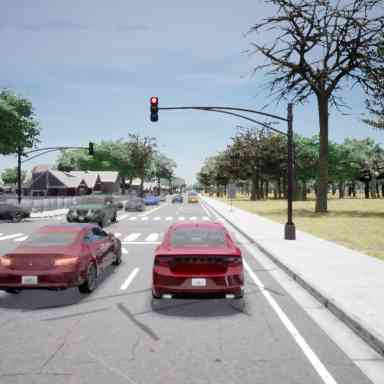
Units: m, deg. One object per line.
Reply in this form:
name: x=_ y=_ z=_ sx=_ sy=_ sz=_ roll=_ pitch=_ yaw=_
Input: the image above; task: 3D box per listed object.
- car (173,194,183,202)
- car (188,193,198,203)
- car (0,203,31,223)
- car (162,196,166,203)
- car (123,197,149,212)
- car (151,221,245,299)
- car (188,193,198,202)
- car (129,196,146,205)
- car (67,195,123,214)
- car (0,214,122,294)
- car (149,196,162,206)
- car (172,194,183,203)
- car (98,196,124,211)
car: x=-3.068 y=1.321 z=76.287 sx=2.097 sy=1.767 sz=4.553 roll=0 pitch=0 yaw=0
car: x=0.255 y=1.452 z=65.914 sx=1.882 sy=1.535 sz=5.008 roll=0 pitch=0 yaw=0
car: x=-14.381 y=1.537 z=24.417 sx=4.674 sy=1.442 sz=1.812 roll=0 pitch=1 yaw=-30
car: x=-6.336 y=1.498 z=69.045 sx=2.033 sy=1.411 sz=5.357 roll=0 pitch=0 yaw=0
car: x=-6.508 y=1.499 z=38.416 sx=1.837 sy=1.490 sz=4.892 roll=0 pitch=0 yaw=0
car: x=0.118 y=1.477 z=8.486 sx=1.882 sy=1.535 sz=5.008 roll=0 pitch=0 yaw=0
car: x=0.182 y=1.191 z=76.315 sx=2.150 sy=2.045 sz=5.566 roll=0 pitch=0 yaw=0
car: x=-9.686 y=1.527 z=59.285 sx=2.033 sy=1.411 sz=5.357 roll=0 pitch=0 yaw=0
car: x=-6.545 y=1.227 z=22.481 sx=2.150 sy=2.045 sz=5.566 roll=0 pitch=0 yaw=0
car: x=-3.130 y=1.525 z=8.697 sx=1.812 sy=1.442 sz=4.674 roll=0 pitch=0 yaw=0
car: x=-6.463 y=1.462 z=53.363 sx=1.882 sy=1.535 sz=5.008 roll=0 pitch=0 yaw=0
car: x=-2.990 y=1.500 z=66.321 sx=1.812 sy=1.442 sz=4.674 roll=0 pitch=0 yaw=0
car: x=-9.753 y=1.344 z=40.521 sx=2.097 sy=1.767 sz=4.553 roll=0 pitch=0 yaw=0
